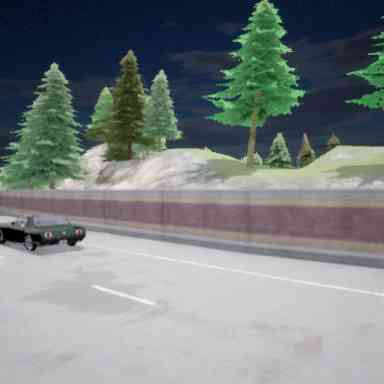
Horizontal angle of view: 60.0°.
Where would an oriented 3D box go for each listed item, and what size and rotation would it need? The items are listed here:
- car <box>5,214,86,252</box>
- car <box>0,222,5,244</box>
[{"bbox_3d":[-6.486,1.585,13.929,4.718,1.301,1.895,0,0,41],"label":"car"},{"bbox_3d":[-7.941,1.578,10.561,4.718,1.301,1.895,0,0,41],"label":"car"}]
